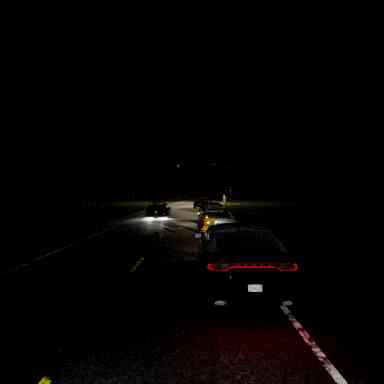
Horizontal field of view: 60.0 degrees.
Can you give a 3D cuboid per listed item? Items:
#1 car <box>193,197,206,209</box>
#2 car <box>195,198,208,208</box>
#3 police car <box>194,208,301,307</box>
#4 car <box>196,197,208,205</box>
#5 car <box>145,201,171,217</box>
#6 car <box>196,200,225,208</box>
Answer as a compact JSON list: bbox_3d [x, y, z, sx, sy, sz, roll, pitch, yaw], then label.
[{"bbox_3d":[1.215,1.450,45.781,1.882,1.535,5.008,0,0,3],"label":"car"},{"bbox_3d":[1.397,1.471,24.060,1.882,1.535,5.008,0,0,2],"label":"car"},{"bbox_3d":[1.097,1.425,8.220,1.930,1.638,5.238,0,0,1],"label":"police car"},{"bbox_3d":[1.856,1.557,57.877,1.895,1.301,4.718,0,0,4],"label":"car"},{"bbox_3d":[-3.036,1.553,30.580,1.994,1.385,4.181,0,0,2],"label":"car"},{"bbox_3d":[1.257,1.452,18.270,1.801,1.575,5.366,0,0,1],"label":"car"}]
